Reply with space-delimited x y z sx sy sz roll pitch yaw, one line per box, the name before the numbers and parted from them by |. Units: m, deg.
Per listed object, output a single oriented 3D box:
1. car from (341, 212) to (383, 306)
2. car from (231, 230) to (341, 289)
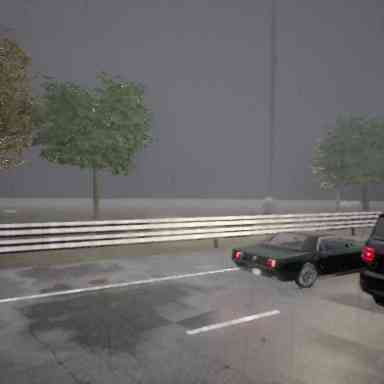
car | 5.878 1.361 6.957 5.566 2.045 2.150 1 -1 -31
car | 3.544 1.772 9.631 4.718 1.301 1.895 1 -1 -31
